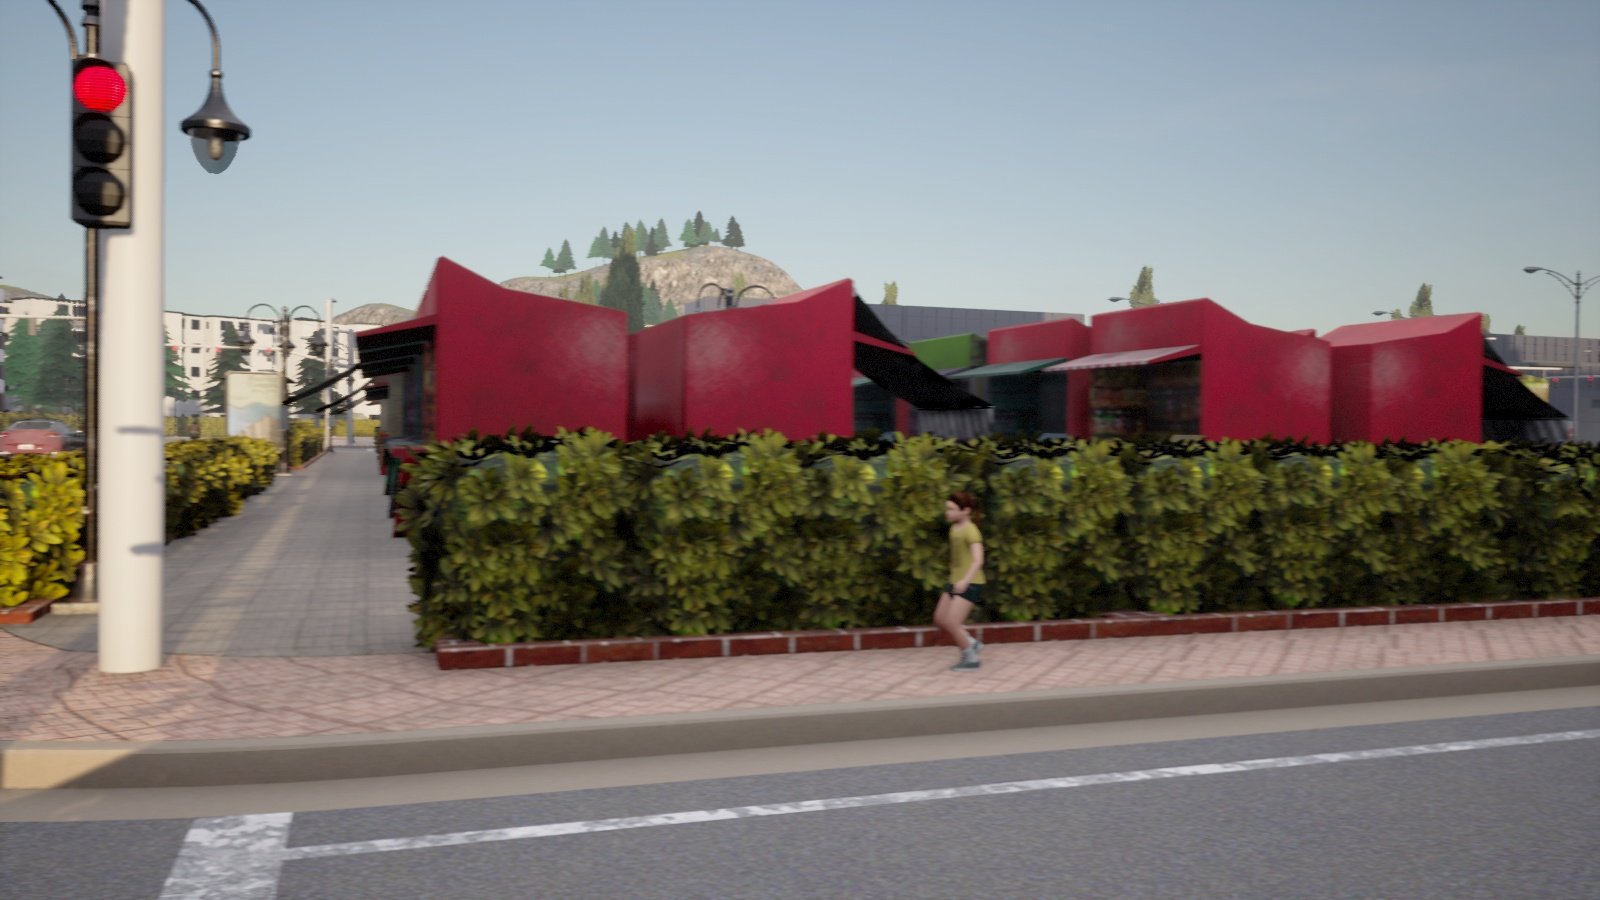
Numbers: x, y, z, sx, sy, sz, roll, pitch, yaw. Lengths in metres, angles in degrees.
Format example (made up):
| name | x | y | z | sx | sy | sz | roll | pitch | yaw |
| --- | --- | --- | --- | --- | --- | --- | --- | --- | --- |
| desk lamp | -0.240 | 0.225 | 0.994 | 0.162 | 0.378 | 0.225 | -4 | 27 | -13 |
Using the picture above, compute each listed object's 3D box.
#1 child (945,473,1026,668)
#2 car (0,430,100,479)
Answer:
| name | x | y | z | sx | sy | sz | roll | pitch | yaw |
| --- | --- | --- | --- | --- | --- | --- | --- | --- | --- |
| child | 1.092 | 0.698 | 7.396 | 0.394 | 1.110 | 0.255 | -1 | 1 | -16 |
| car | -26.983 | 0.120 | 45.233 | 2.152 | 1.651 | 5.027 | -1 | 1 | -18 |
